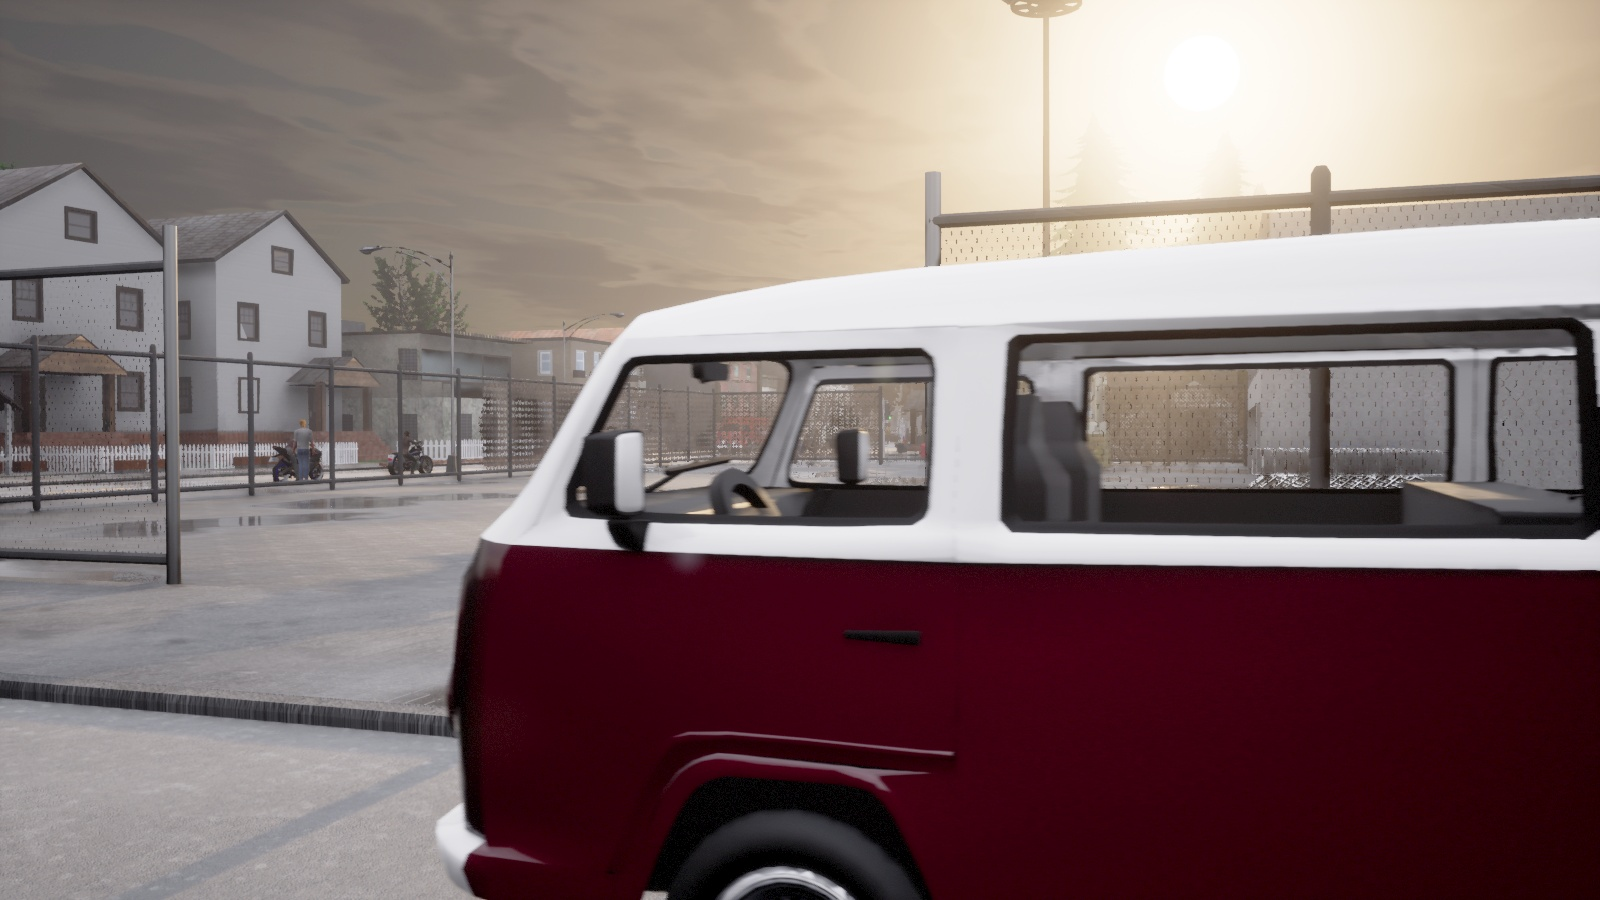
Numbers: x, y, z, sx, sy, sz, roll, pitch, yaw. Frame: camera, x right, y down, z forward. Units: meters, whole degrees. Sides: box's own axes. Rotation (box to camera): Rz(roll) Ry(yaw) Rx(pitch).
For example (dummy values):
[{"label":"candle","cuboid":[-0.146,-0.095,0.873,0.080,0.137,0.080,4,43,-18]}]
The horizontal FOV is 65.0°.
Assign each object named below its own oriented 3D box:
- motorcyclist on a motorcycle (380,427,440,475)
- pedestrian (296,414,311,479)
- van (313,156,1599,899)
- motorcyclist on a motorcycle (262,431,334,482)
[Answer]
[{"label":"motorcyclist on a motorcycle","cuboid":[-13.768,0.014,44.441,0.766,1.649,2.350,1,1,20]},{"label":"pedestrian","cuboid":[-14.274,-0.098,36.091,0.354,1.836,0.706,0,1,-24]},{"label":"van","cuboid":[1.287,0.500,3.285,4.480,2.038,2.069,0,1,19]},{"label":"motorcyclist on a motorcycle","cuboid":[-15.574,0.178,39.026,0.866,1.530,2.191,1,1,19]}]
